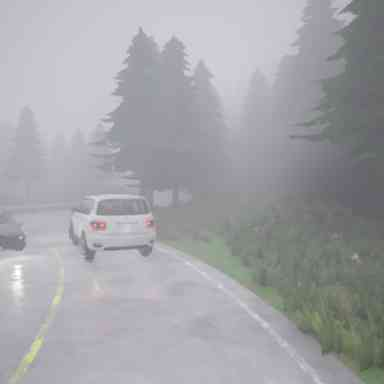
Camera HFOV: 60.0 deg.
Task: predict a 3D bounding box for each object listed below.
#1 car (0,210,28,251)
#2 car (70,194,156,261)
[{"bbox_3d":[-7.849,1.437,12.981,2.033,1.411,5.357,-1,1,-36],"label":"car"},{"bbox_3d":[-3.054,1.101,12.140,2.150,2.045,5.566,0,1,-26],"label":"car"}]
